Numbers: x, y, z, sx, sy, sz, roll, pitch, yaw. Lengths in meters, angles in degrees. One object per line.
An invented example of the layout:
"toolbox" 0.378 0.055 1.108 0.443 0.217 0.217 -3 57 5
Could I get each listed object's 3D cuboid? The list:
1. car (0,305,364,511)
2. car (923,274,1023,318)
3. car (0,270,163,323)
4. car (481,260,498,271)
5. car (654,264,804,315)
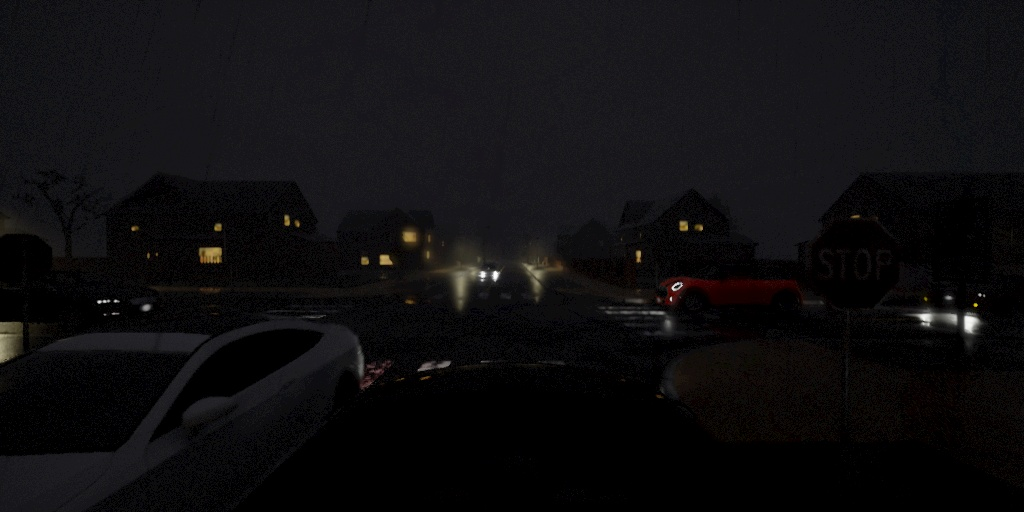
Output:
"car" -2.745 1.269 2.749 1.812 1.442 4.674 0 0 0
"car" 17.533 1.336 12.756 4.181 1.385 1.994 0 1 0
"car" -12.426 1.134 9.771 4.902 1.511 2.128 0 1 0
"car" -2.686 1.121 43.149 1.895 1.301 4.718 0 0 0
"car" 7.673 1.062 13.071 4.553 1.767 2.097 0 1 5
